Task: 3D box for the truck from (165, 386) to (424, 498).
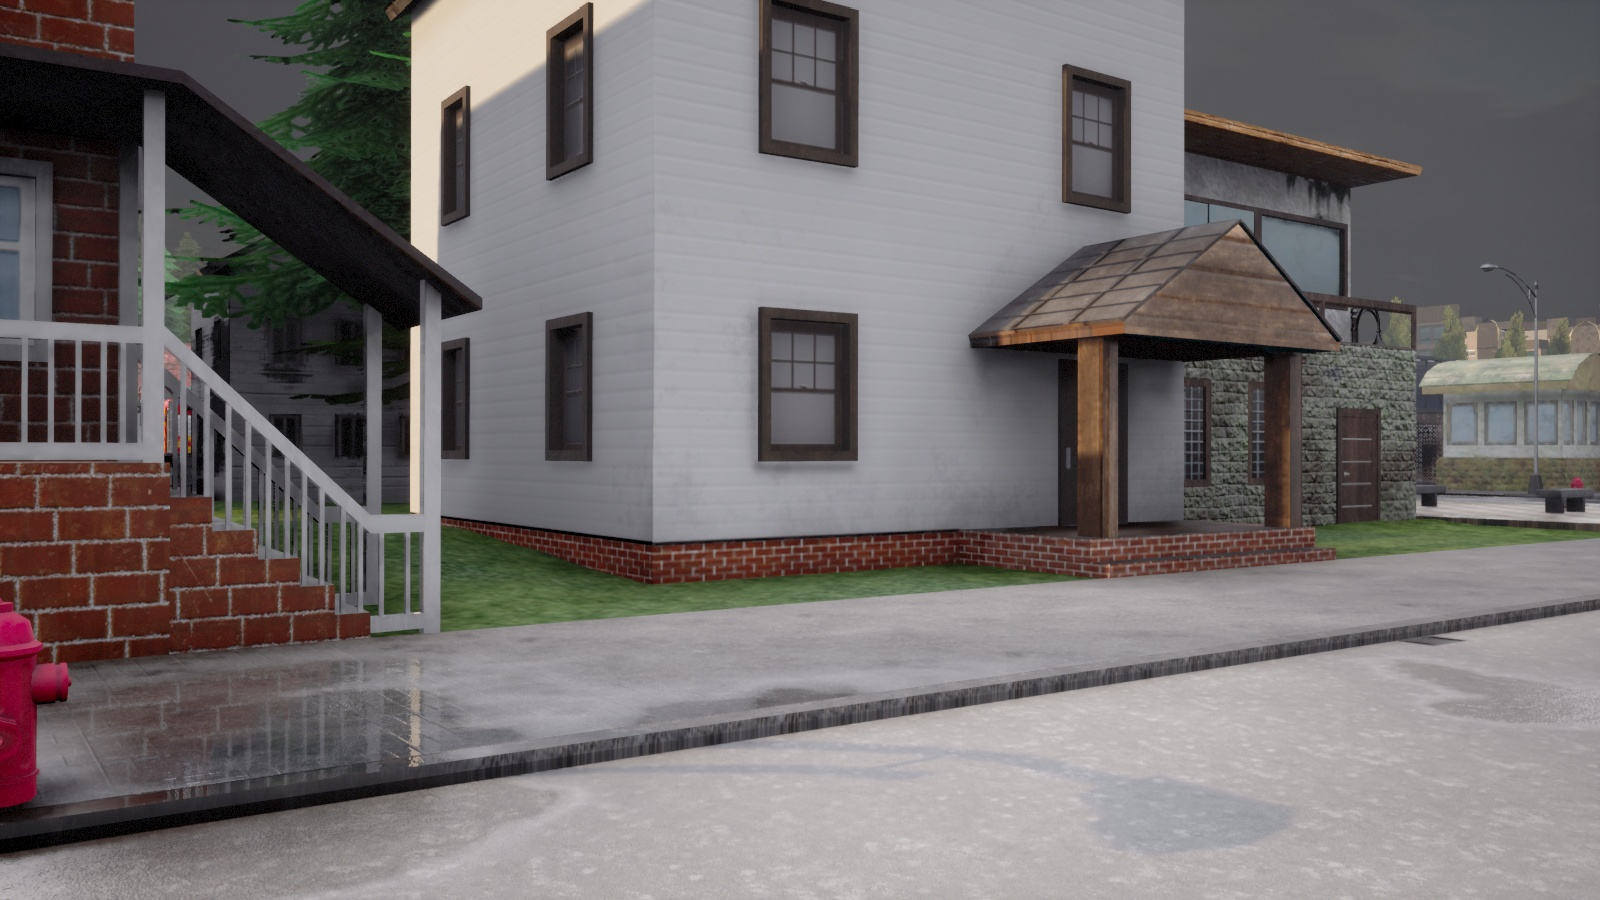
[{"bbox_3d":[-18.604,-0.266,46.530,8.468,3.827,2.891,0,0,-35],"label":"truck"}]
